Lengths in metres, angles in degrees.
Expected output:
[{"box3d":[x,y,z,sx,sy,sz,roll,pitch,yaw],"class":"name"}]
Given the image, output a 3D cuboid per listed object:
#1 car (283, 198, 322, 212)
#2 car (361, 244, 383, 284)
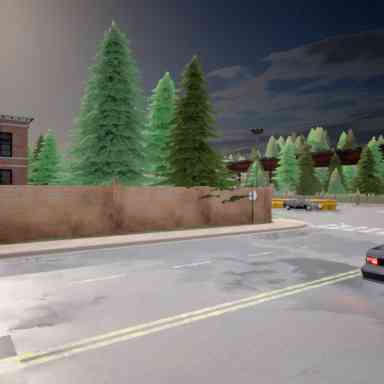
[{"box3d":[13.171,1.491,39.815,2.128,1.511,4.902,0,0,-35],"class":"car"},{"box3d":[6.323,1.547,8.239,5.357,1.411,2.033,0,0,-35],"class":"car"}]
